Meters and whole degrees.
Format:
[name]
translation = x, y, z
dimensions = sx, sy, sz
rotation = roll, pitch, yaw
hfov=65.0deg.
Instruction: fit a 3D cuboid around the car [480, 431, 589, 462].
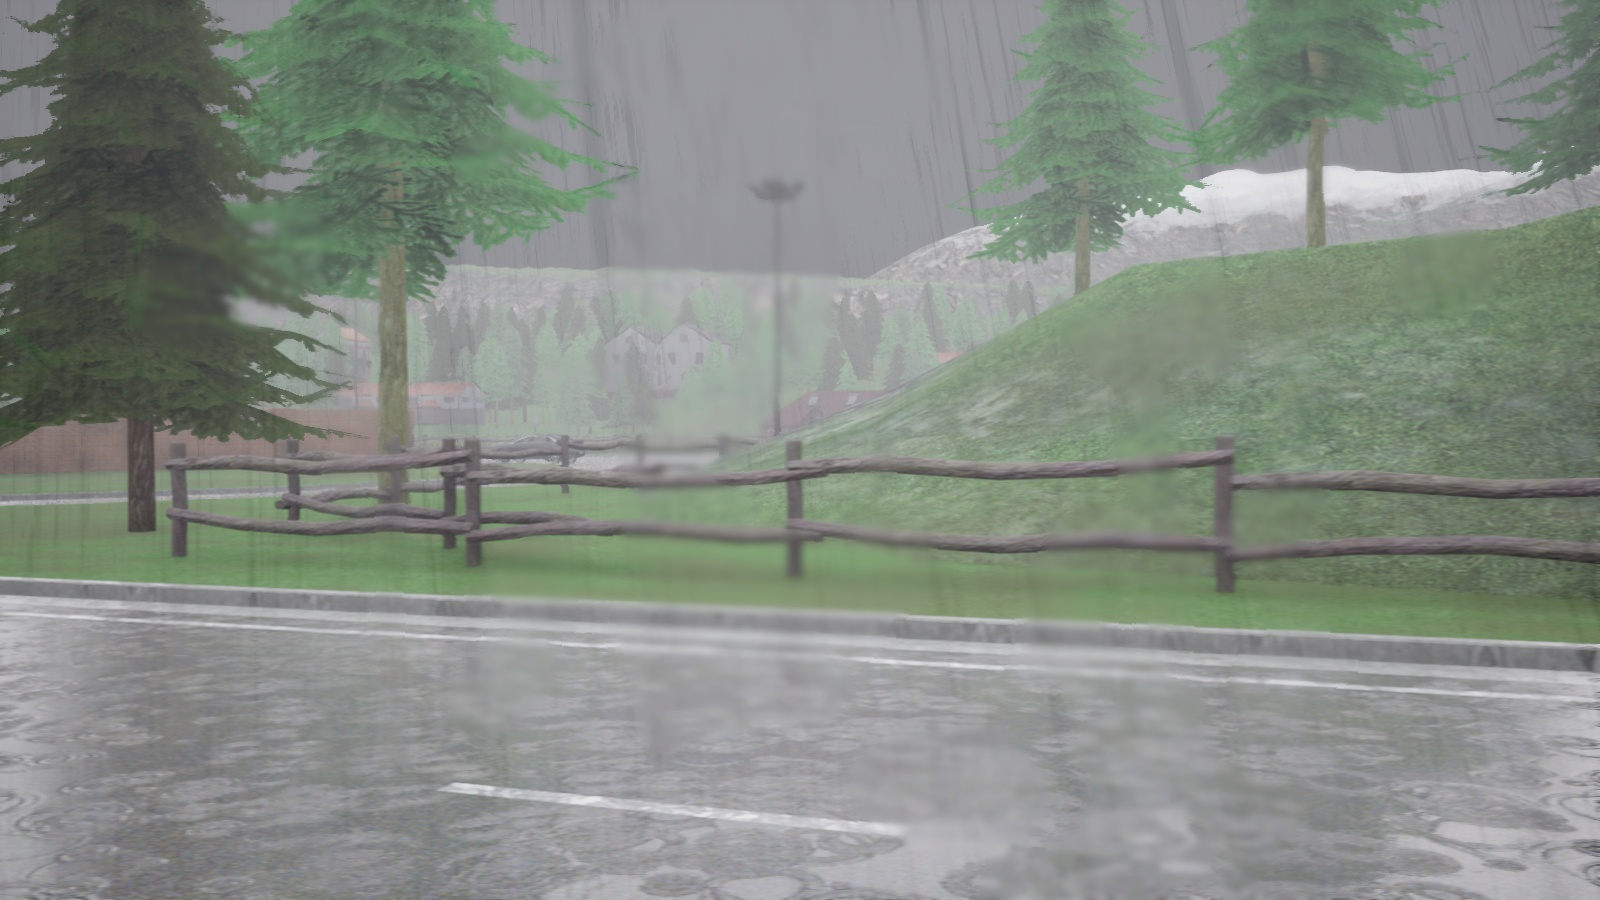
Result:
[car]
translation = -13.228, -0.209, 62.667
dimensions = 4.902, 1.511, 2.128
rotation = 0, 1, 19
